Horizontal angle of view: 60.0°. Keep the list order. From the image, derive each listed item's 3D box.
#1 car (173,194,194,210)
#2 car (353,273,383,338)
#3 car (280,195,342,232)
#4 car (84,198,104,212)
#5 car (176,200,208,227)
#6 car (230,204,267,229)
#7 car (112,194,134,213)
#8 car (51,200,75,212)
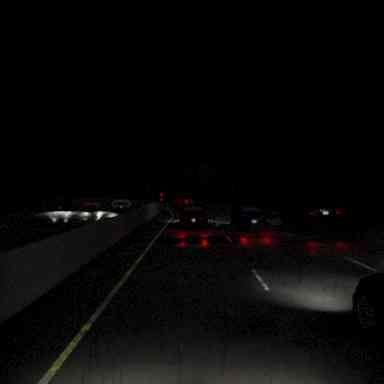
[{"bbox_3d":[-1.041,1.244,40.906,2.150,2.045,5.566,0,-1,-8],"label":"car"},{"bbox_3d":[3.601,1.523,3.629,1.812,1.442,4.674,0,0,0],"label":"car"},{"bbox_3d":[7.097,1.220,20.350,2.150,2.045,5.566,0,0,0],"label":"car"},{"bbox_3d":[-11.701,1.510,39.901,1.882,1.535,5.008,0,0,-9],"label":"car"},{"bbox_3d":[0.092,1.526,22.470,1.812,1.442,4.674,0,0,0],"label":"car"},{"bbox_3d":[3.596,1.525,21.466,1.812,1.442,4.674,0,0,0],"label":"car"},{"bbox_3d":[-7.969,1.251,38.578,2.150,2.045,5.566,0,-1,-8],"label":"car"},{"bbox_3d":[-15.171,1.598,39.371,1.994,1.385,4.181,0,0,-9],"label":"car"}]
